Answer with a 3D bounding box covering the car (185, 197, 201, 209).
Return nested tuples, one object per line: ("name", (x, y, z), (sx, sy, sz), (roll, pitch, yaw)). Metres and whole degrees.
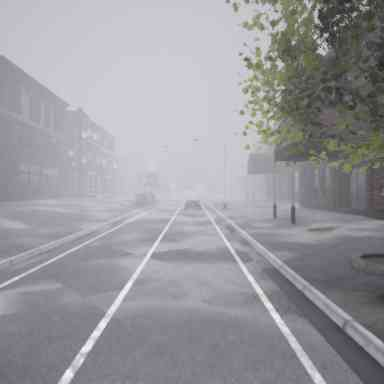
("car", (0.089, 1.283, 39.935), (1.812, 1.442, 4.674), (0, 0, 0))
